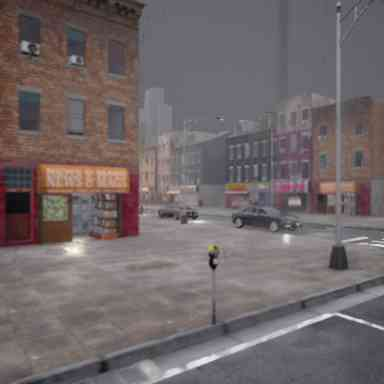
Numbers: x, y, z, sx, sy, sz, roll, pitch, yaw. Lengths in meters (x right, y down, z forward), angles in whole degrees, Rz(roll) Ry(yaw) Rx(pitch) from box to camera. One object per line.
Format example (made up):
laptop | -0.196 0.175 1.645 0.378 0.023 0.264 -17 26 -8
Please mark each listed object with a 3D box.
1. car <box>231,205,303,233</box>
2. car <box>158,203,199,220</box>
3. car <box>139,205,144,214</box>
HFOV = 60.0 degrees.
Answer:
car | 4.511 1.574 20.523 1.837 1.490 4.892 0 0 -36
car | -1.229 1.644 28.587 1.994 1.385 4.181 0 0 -35
car | -7.273 1.643 37.102 2.033 1.411 5.357 0 0 -35
